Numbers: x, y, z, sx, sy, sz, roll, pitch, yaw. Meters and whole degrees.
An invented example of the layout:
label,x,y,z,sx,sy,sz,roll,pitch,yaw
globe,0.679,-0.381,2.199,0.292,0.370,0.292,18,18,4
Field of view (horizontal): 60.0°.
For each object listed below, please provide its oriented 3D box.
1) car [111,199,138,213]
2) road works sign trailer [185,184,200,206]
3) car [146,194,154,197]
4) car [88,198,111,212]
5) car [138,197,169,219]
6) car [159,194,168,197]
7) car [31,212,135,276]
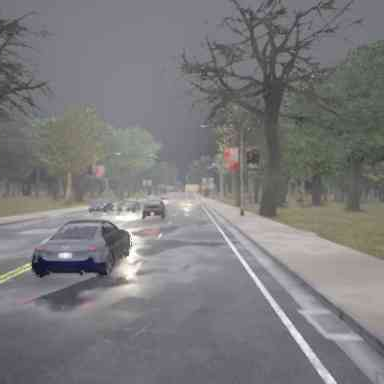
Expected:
label,x,y,z,sx,sy,sz,roll,pitch,yaw
car,-6.573,1.454,34.803,2.128,1.511,4.902,0,0,0
road works sign trailer,0.007,0.439,54.103,2.380,3.560,2.880,0,0,0
car,-9.817,1.304,78.066,1.812,1.442,4.674,0,0,0
car,-9.819,1.468,36.183,1.837,1.490,4.892,0,0,0
car,-3.131,1.462,28.677,1.837,1.490,4.892,0,0,0
car,-6.561,1.150,76.302,2.097,1.767,4.553,0,0,0
car,-3.142,1.539,10.254,1.994,1.385,4.181,0,0,0
